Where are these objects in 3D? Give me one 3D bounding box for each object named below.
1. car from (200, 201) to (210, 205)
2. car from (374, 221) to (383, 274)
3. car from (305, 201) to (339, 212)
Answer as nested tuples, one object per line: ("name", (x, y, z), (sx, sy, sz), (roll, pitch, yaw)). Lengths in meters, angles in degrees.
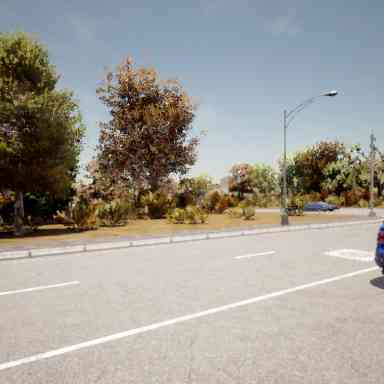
("car", (3.049, 2.795, 64.737), (2.150, 2.045, 5.566), (0, -3, -31))
("car", (7.012, 1.232, 8.703), (5.566, 2.045, 2.150), (0, 0, -35))
("car", (16.357, 1.903, 43.364), (2.033, 1.411, 5.357), (0, -2, -32))
